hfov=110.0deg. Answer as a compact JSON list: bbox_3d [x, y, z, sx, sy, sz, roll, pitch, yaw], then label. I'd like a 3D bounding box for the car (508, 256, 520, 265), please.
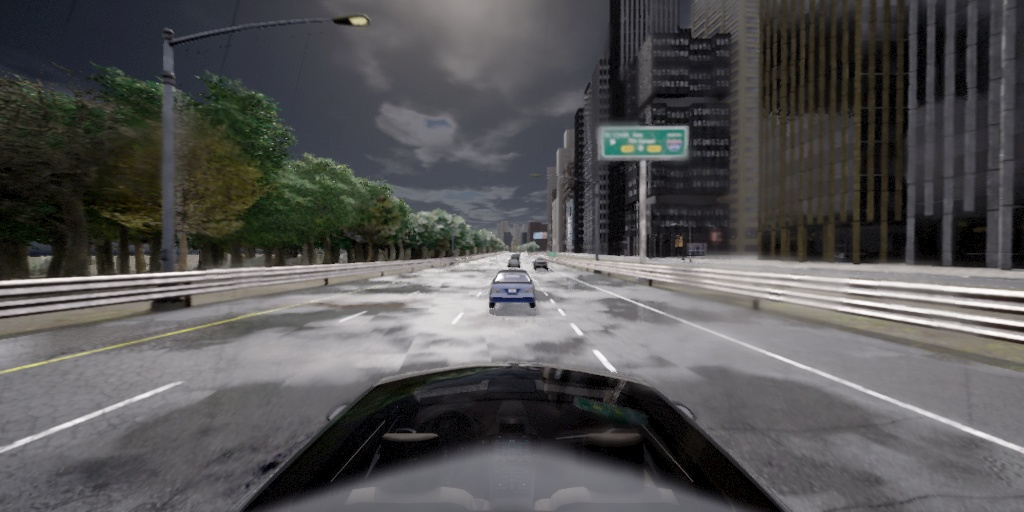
[{"bbox_3d":[0.368,1.128,59.948,1.994,1.385,4.181,0,0,1],"label":"car"}]

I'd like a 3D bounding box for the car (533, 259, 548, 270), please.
[{"bbox_3d":[3.847,1.147,49.233,1.837,1.490,4.892,0,1,1],"label":"car"}]

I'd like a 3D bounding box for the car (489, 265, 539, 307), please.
[{"bbox_3d":[0.019,1.294,15.420,2.033,1.411,5.357,0,0,0],"label":"car"}]
